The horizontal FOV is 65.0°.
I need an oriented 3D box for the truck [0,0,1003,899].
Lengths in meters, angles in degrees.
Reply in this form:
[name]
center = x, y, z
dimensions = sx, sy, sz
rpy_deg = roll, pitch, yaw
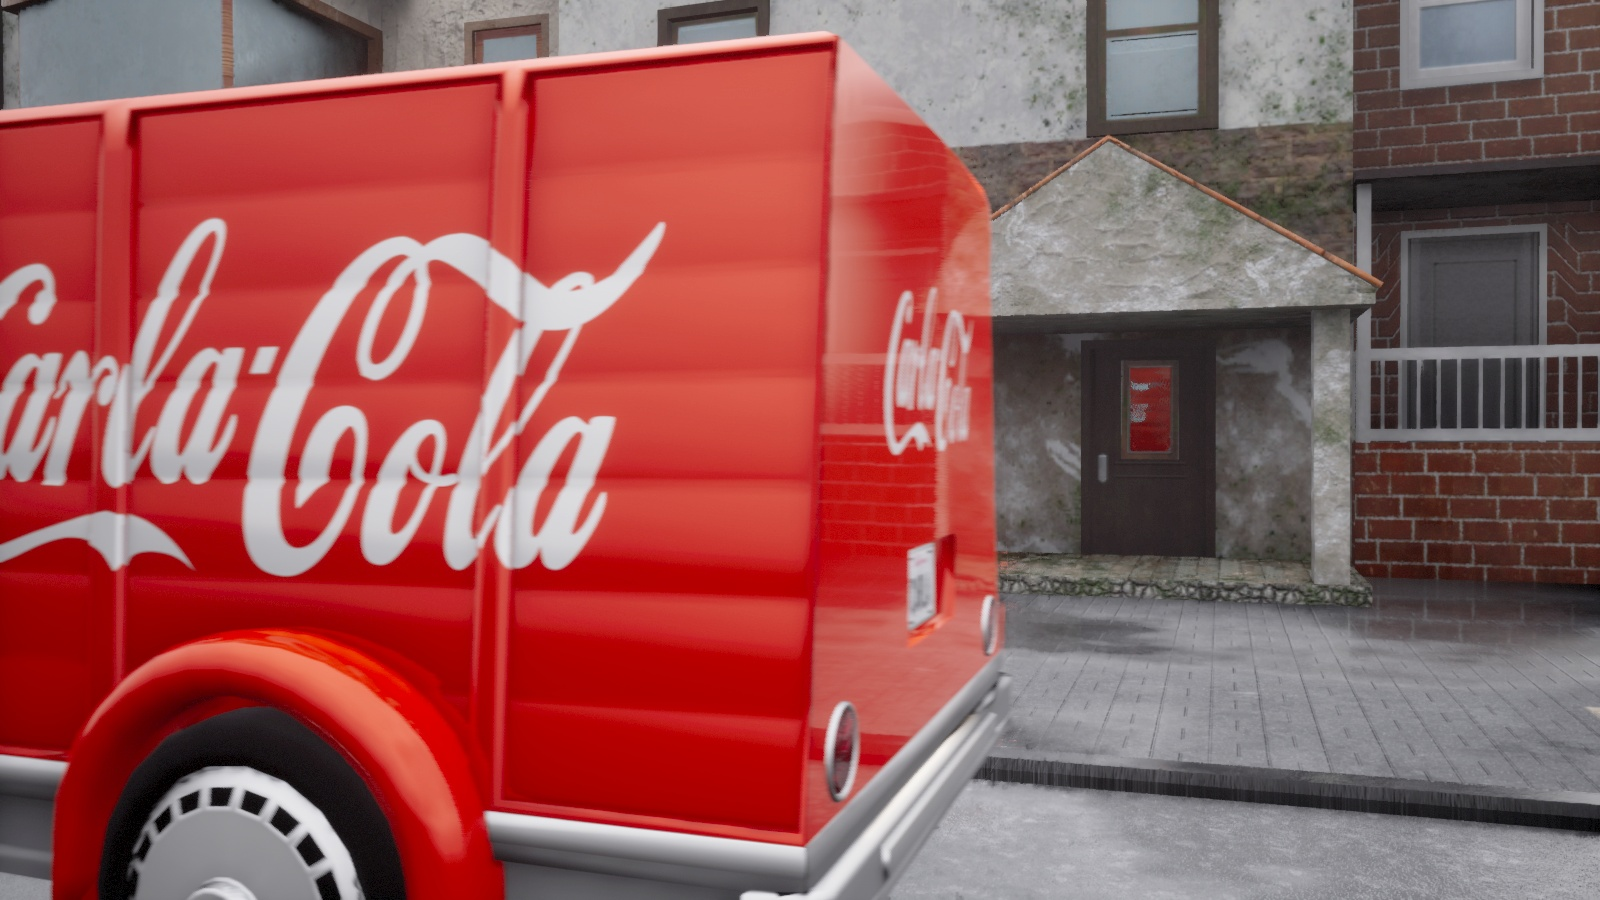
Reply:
[truck]
center = -2.110, 0.261, 4.420
dimensions = 5.204, 2.467, 2.627
rpy_deg = 1, 1, 19
